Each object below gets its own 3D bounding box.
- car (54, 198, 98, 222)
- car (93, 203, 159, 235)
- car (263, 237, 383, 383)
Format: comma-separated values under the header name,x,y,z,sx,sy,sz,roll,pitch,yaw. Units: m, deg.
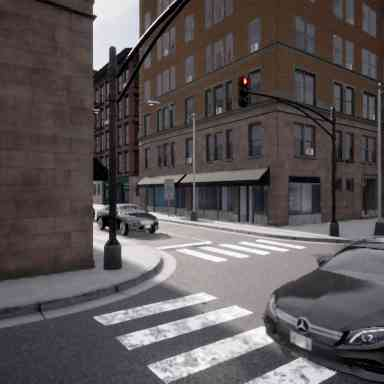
name,x,y,z,sx,sy,sz,roll,pitch,yaw
car,-9.110,1.323,25.863,1.882,1.535,5.008,0,0,-36
car,-3.624,1.395,18.153,2.128,1.511,4.902,0,0,-37
car,3.203,1.521,5.340,4.674,1.442,1.812,0,0,-35
